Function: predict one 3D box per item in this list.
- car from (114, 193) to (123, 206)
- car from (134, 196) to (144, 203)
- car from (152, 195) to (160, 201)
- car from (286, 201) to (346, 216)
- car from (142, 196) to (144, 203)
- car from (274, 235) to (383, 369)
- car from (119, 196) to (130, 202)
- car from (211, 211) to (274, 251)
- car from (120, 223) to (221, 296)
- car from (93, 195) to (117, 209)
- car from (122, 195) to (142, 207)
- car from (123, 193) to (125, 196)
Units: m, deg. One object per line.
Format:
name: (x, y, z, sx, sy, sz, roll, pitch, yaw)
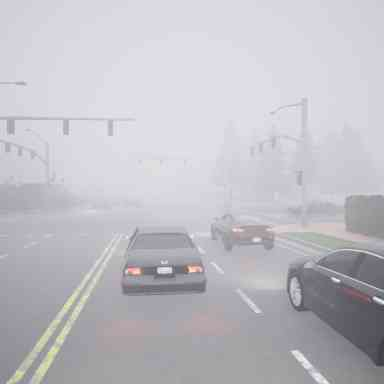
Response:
car: (-12.917, 1.352, 54.031, 2.097, 1.767, 4.553, 0, 0, -6)
car: (-10.995, 1.524, 69.584, 1.812, 1.442, 4.674, 0, 0, -6)
car: (-9.406, 1.553, 87.371, 1.994, 1.385, 4.181, 0, 0, -6)
car: (12.086, 1.547, 32.464, 5.357, 1.411, 2.033, 0, 0, -5)
car: (-9.966, 1.478, 59.437, 1.882, 1.535, 5.008, 0, 0, -6)
car: (2.985, 1.505, 4.923, 1.837, 1.490, 4.892, 0, 0, -5)
car: (-15.007, 1.540, 74.110, 2.033, 1.411, 5.357, 0, 0, -6)
car: (2.016, 1.526, 14.118, 1.812, 1.442, 4.674, 0, 0, -7)
car: (-0.830, 1.547, 8.858, 2.033, 1.411, 5.357, 0, 0, -7)
car: (-12.014, 1.491, 44.872, 2.128, 1.511, 4.902, 0, 0, -4)
car: (-8.994, 1.526, 50.262, 1.812, 1.442, 4.674, 0, 0, -6)
car: (-13.911, 1.222, 63.625, 2.150, 2.045, 5.566, 0, 0, -6)
